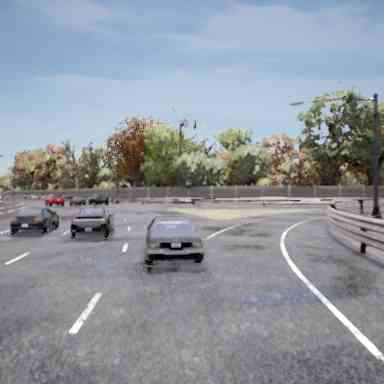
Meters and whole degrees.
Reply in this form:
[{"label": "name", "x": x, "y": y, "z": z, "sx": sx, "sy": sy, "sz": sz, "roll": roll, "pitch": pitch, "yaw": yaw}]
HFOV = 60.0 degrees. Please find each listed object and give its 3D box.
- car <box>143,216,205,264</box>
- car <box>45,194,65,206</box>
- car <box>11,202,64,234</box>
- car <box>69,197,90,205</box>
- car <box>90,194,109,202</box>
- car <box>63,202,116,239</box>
[{"label": "car", "x": -0.752, "y": 1.559, "z": 11.918, "sx": 2.033, "sy": 1.411, "sz": 5.357, "roll": 0, "pitch": 0, "yaw": -7}, {"label": "car", "x": -21.943, "y": 1.339, "z": 53.299, "sx": 2.150, "sy": 2.045, "sz": 5.566, "roll": 0, "pitch": 0, "yaw": -33}, {"label": "car", "x": -9.053, "y": 1.572, "z": 19.444, "sx": 1.812, "sy": 1.442, "sz": 4.674, "roll": 0, "pitch": 0, "yaw": -10}, {"label": "car", "x": -18.920, "y": 1.613, "z": 55.066, "sx": 1.837, "sy": 1.490, "sz": 4.892, "roll": 0, "pitch": 0, "yaw": -33}, {"label": "car", "x": -15.932, "y": 1.320, "z": 56.885, "sx": 2.150, "sy": 2.045, "sz": 5.566, "roll": 0, "pitch": 0, "yaw": -33}, {"label": "car", "x": -5.213, "y": 1.523, "z": 17.812, "sx": 2.128, "sy": 1.511, "sz": 4.902, "roll": 0, "pitch": 0, "yaw": -10}]
